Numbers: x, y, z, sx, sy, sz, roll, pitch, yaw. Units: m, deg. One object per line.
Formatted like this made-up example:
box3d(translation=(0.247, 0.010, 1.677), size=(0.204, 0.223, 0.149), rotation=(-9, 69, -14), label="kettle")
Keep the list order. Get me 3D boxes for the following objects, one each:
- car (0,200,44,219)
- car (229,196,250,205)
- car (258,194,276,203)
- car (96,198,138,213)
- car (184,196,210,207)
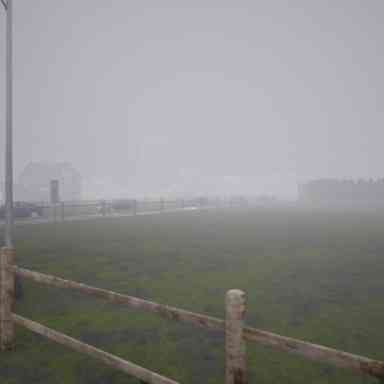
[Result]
box3d(translation=(-14.164, 1.422, 25.883), size=(1.882, 1.535, 5.008), rotation=(-1, 0, 36), label="car")
box3d(translation=(7.562, 1.332, 52.207), size=(1.994, 1.385, 4.181), rotation=(-1, 0, 35), label="car")
box3d(translation=(13.892, 1.063, 61.420), size=(2.097, 1.767, 4.553), rotation=(-1, 0, 36), label="car")
box3d(translation=(-7.856, 1.385, 34.988), size=(2.128, 1.511, 4.902), rotation=(-1, 0, 35), label="car")
box3d(translation=(0.724, 1.336, 47.424), size=(1.837, 1.490, 4.892), rotation=(-1, 0, 35), label="car")
